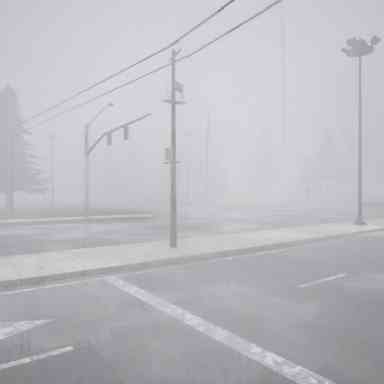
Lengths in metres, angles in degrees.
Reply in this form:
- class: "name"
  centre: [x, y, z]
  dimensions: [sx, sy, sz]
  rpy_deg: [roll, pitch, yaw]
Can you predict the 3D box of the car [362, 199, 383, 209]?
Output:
- class: "car"
  centre: [25.194, 1.619, 46.135]
  dimensions: [4.718, 1.301, 1.895]
  rpy_deg: [0, 0, -35]
